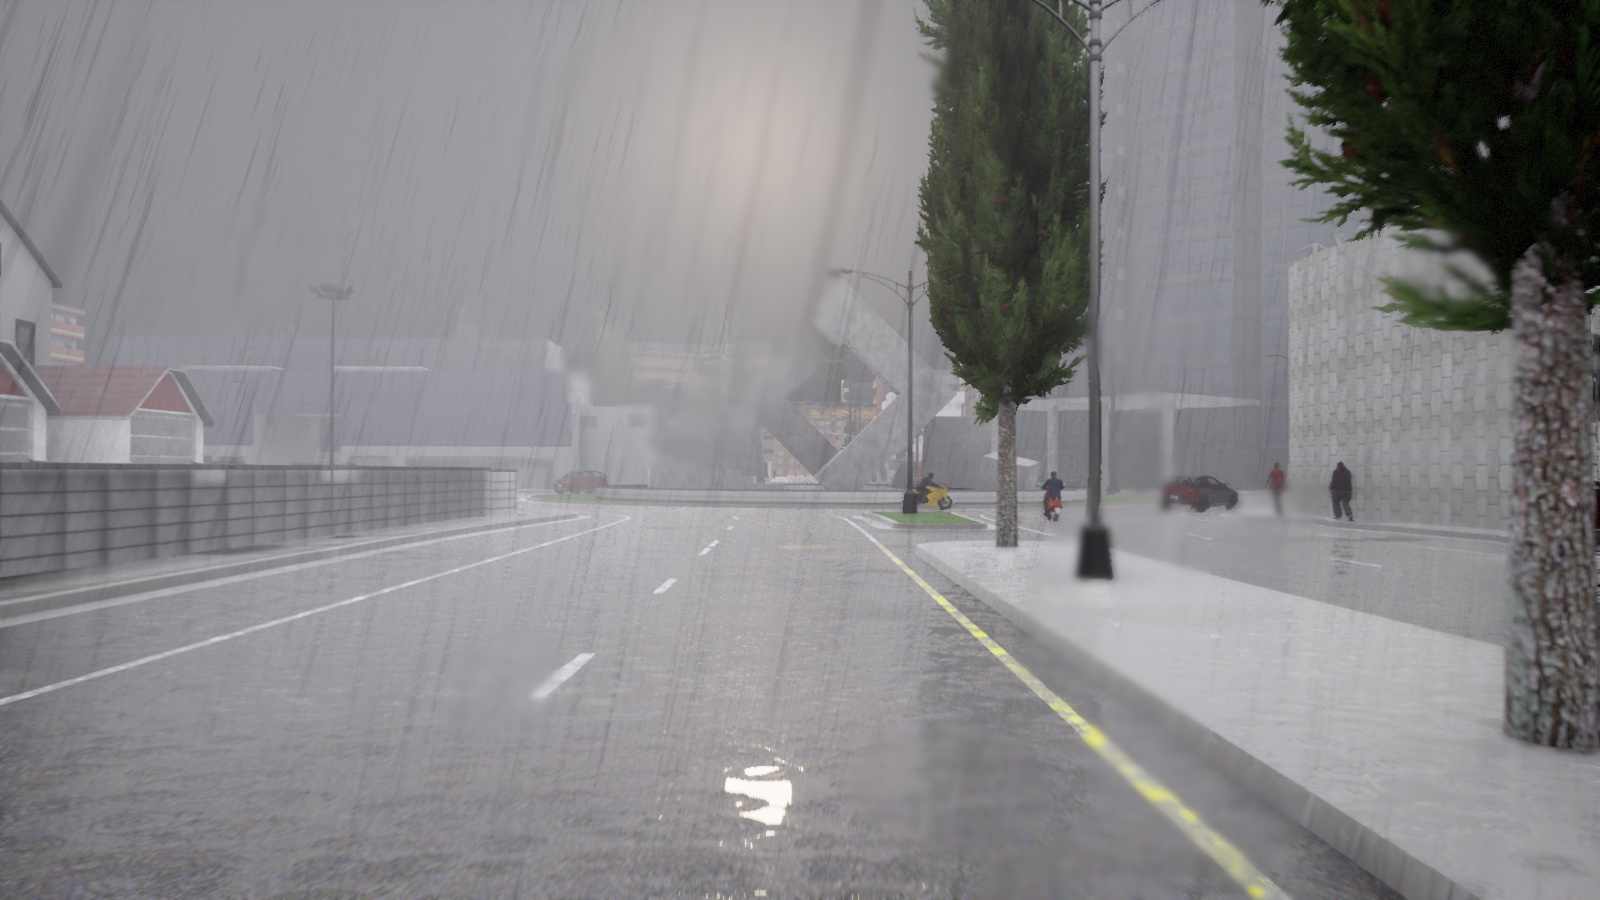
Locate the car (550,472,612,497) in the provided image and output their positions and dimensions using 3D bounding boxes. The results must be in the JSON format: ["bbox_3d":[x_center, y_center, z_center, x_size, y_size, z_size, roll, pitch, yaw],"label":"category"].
[{"bbox_3d":[-14.025,2.198,80.550,1.789,1.549,3.705,-1,-1,37],"label":"car"}]

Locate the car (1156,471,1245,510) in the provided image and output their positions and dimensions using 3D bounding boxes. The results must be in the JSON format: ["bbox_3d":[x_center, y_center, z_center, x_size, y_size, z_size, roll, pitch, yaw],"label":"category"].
[{"bbox_3d":[16.310,1.618,51.053,1.816,1.474,4.193,-1,-1,43],"label":"car"}]

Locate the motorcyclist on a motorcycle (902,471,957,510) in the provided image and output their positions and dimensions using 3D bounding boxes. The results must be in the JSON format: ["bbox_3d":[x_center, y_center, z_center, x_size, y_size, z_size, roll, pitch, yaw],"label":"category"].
[{"bbox_3d":[5.160,1.615,50.133,2.044,1.523,0.797,0,-2,-6],"label":"motorcyclist on a motorcycle"}]

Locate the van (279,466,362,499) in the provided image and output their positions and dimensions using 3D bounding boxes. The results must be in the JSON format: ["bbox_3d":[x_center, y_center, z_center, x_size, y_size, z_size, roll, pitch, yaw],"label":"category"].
[{"bbox_3d":[-29.032,1.958,76.132,4.442,1.987,1.775,0,-1,-11],"label":"van"}]

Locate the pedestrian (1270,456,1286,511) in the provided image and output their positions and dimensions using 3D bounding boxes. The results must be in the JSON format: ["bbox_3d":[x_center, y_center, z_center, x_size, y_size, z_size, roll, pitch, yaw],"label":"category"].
[{"bbox_3d":[16.117,1.114,42.334,0.331,1.846,0.636,0,-1,3],"label":"pedestrian"}]

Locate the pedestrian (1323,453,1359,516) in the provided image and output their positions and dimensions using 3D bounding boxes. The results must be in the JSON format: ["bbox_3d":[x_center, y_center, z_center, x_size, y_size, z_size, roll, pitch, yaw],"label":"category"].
[{"bbox_3d":[16.135,1.032,37.459,0.634,1.844,0.899,0,-1,-3],"label":"pedestrian"}]

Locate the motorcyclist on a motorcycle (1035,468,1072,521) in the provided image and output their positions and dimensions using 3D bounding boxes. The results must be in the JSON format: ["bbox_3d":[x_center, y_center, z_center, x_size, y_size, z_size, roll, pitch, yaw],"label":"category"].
[{"bbox_3d":[7.999,1.399,39.688,0.866,1.590,1.817,0,0,1],"label":"motorcyclist on a motorcycle"}]
